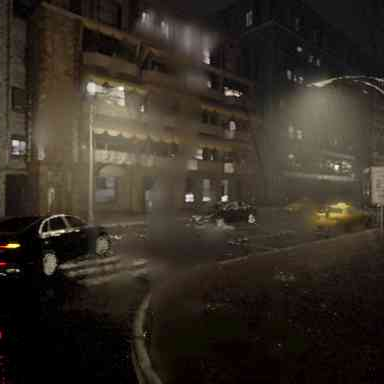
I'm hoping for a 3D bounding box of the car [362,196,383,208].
[{"bbox_3d":[20.365,1.193,36.939,5.357,1.411,2.033,0,0,-41],"label":"car"}]

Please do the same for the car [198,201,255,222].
[{"bbox_3d":[2.624,1.365,24.525,4.206,1.307,1.802,0,1,-42],"label":"car"}]

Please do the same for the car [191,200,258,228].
[{"bbox_3d":[2.075,1.304,20.568,4.892,1.490,1.837,-1,0,-42],"label":"car"}]

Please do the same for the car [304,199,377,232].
[{"bbox_3d":[8.389,1.302,18.438,4.829,1.417,1.752,0,1,-42],"label":"car"}]

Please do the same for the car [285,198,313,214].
[{"bbox_3d":[10.744,1.240,31.815,4.829,1.417,1.752,0,1,-42],"label":"car"}]

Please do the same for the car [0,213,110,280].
[{"bbox_3d":[-4.090,1.371,9.537,1.837,1.490,4.892,-4,0,11],"label":"car"}]

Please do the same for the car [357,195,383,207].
[{"bbox_3d":[23.238,1.151,43.033,4.507,1.381,1.887,-1,1,-42],"label":"car"}]
